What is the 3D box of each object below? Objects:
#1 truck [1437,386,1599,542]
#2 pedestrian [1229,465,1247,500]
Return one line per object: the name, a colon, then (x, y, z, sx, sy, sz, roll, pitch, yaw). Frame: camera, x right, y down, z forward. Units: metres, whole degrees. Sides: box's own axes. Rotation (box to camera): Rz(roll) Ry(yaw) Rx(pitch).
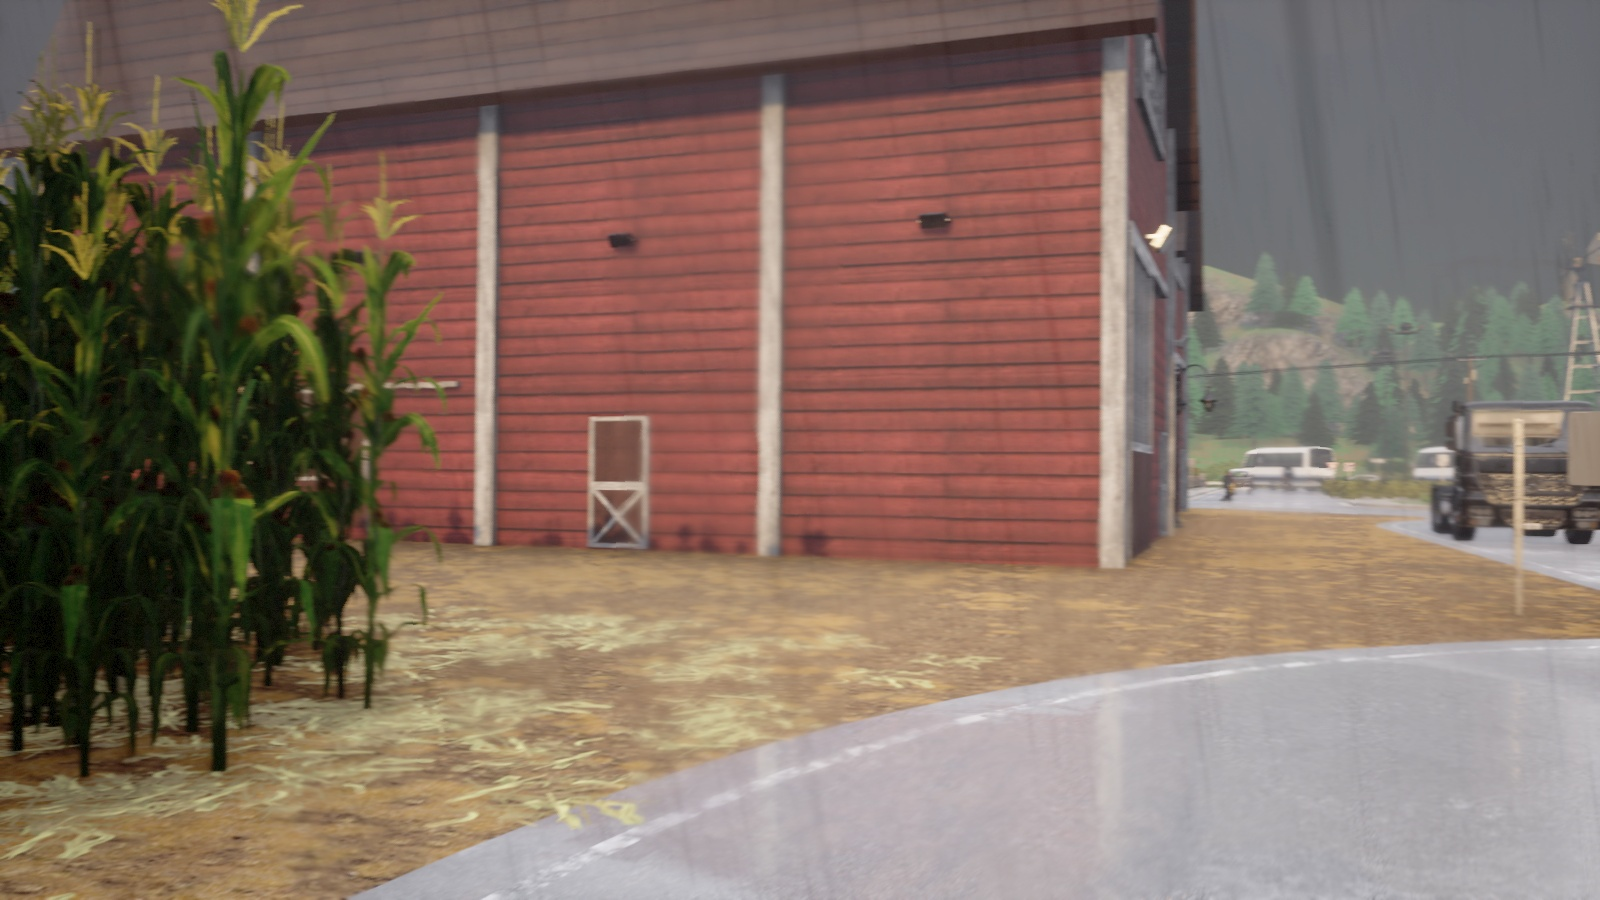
truck: (18.197, 0.379, 31.856, 2.891, 3.462, 7.936, 0, -1, 21)
pedestrian: (24.437, 1.796, 70.066, 0.423, 1.949, 0.788, 1, -1, -37)
